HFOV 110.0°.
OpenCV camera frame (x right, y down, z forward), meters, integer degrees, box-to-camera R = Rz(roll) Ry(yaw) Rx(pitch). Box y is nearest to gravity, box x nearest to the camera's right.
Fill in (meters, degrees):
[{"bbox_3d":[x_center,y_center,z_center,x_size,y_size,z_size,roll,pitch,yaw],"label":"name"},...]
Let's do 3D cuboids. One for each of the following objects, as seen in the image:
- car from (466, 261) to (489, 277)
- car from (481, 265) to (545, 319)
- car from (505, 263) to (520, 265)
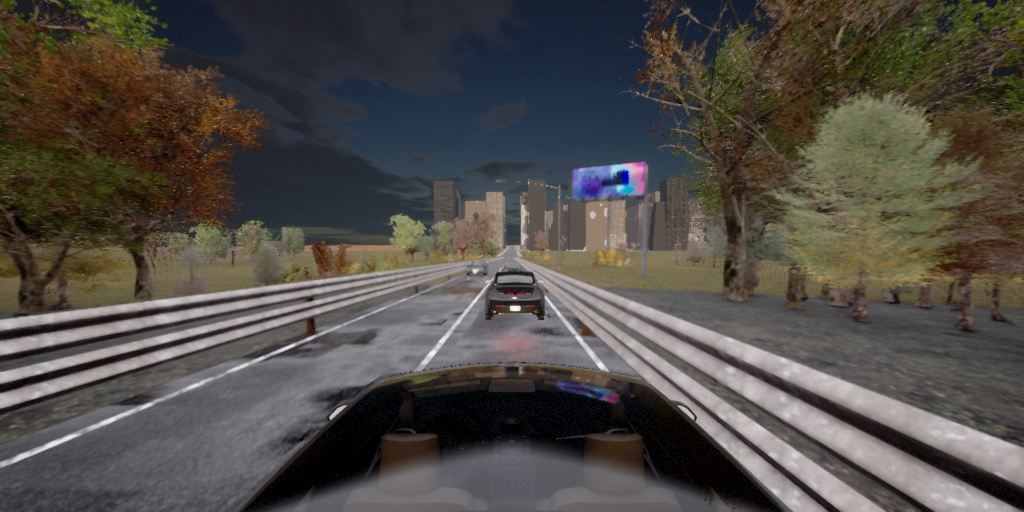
[{"bbox_3d":[-3.339,1.233,35.316,2.128,1.511,4.902,0,0,0],"label":"car"},{"bbox_3d":[0.091,1.251,12.675,1.837,1.490,4.892,0,0,0],"label":"car"},{"bbox_3d":[0.077,1.341,33.799,1.895,1.301,4.718,0,0,0],"label":"car"}]
